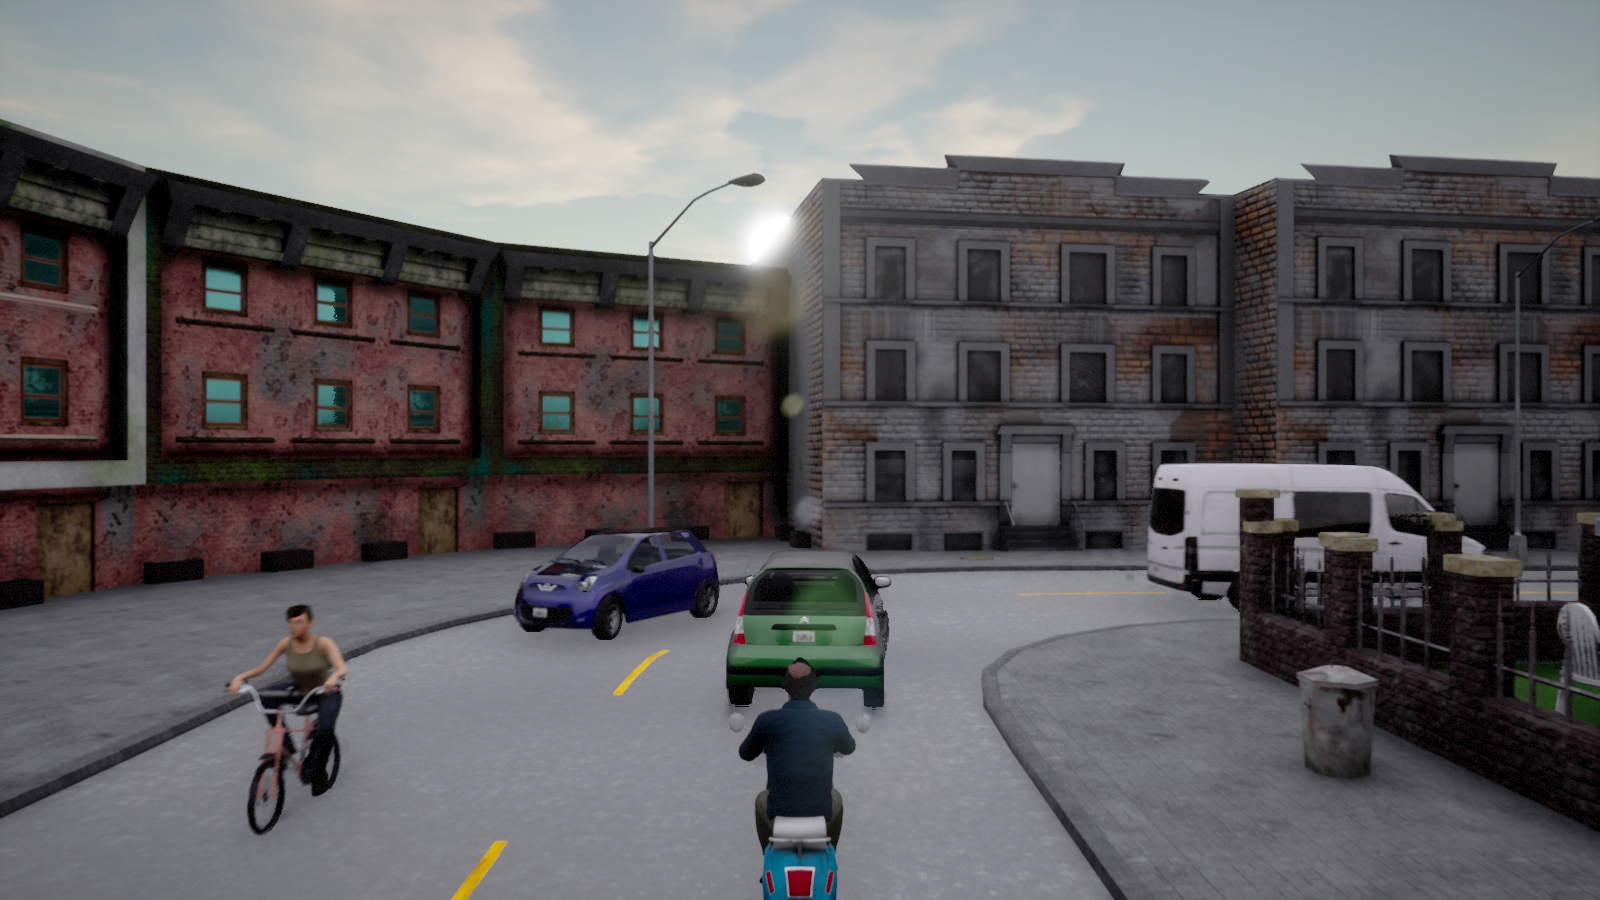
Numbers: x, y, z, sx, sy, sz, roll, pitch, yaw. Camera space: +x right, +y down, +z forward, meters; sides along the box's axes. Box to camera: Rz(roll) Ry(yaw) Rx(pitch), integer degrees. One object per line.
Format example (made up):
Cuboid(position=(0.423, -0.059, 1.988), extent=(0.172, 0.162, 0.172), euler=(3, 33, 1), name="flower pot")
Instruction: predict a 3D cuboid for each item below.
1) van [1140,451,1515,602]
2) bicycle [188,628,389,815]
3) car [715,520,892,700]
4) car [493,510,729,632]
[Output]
Cuboid(position=(9.383, 1.314, 20.606), extent=(5.915, 2.561, 1.988), euler=(0, 0, -4), name="van")
Cuboid(position=(-3.891, 2.037, 8.833), extent=(0.859, 1.080, 1.487), euler=(0, 0, 1), name="bicycle")
Cuboid(position=(0.180, 1.780, 13.903), extent=(1.851, 1.617, 3.988), euler=(0, 0, 4), name="car")
Cuboid(position=(-2.891, 1.820, 18.198), extent=(1.845, 1.501, 3.633), euler=(0, 0, 30), name="car")
